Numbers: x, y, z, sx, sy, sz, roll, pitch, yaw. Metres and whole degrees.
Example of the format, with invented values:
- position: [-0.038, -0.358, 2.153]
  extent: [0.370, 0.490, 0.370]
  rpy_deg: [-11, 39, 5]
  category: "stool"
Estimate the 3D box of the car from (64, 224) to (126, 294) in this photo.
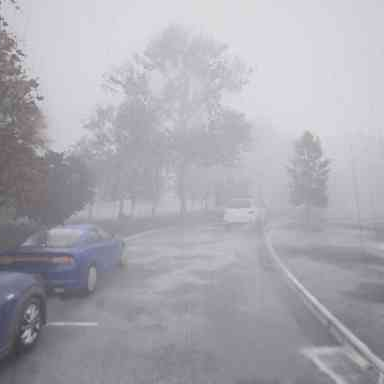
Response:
- position: [-3.195, 1.615, 9.178]
  extent: [2.097, 1.535, 5.008]
  rpy_deg: [0, -1, 2]
  category: "car"

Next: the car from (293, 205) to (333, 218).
- position: [14.000, 2.228, 38.308]
  extent: [1.837, 1.490, 4.892]
  rpy_deg: [-6, -6, 44]
  category: "car"

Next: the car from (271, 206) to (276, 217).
- position: [6.735, 2.230, 35.497]
  extent: [2.097, 1.535, 5.008]
  rpy_deg: [-4, -5, 36]
  category: "car"

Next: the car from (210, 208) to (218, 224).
- position: [3.312, 2.081, 30.742]
  extent: [2.231, 1.521, 4.892]
  rpy_deg: [-3, -2, 29]
  category: "car"

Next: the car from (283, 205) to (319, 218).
- position: [14.350, 2.571, 43.758]
  extent: [5.008, 1.535, 2.097]
  rpy_deg: [1, -5, -40]
  category: "car"

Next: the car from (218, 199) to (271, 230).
- position: [3.861, 1.525, 23.440]
  extent: [2.150, 2.045, 5.566]
  rpy_deg: [-2, -2, 21]
  category: "car"

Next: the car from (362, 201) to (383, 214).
- position: [29.269, 2.490, 52.141]
  extent: [5.566, 2.045, 2.435]
  rpy_deg: [0, -5, -21]
  category: "car"

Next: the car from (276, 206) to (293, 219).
- position: [10.251, 2.403, 39.953]
  extent: [2.231, 1.521, 4.892]
  rpy_deg: [-5, -5, 42]
  category: "car"

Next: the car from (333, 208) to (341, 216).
- position: [18.991, 2.687, 47.134]
  extent: [4.892, 1.521, 2.231]
  rpy_deg: [1, -5, -32]
  category: "car"

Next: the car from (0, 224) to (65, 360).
- position: [-3.419, 1.413, 3.478]
  extent: [2.185, 1.767, 4.553]
  rpy_deg: [-1, 0, 2]
  category: "car"
